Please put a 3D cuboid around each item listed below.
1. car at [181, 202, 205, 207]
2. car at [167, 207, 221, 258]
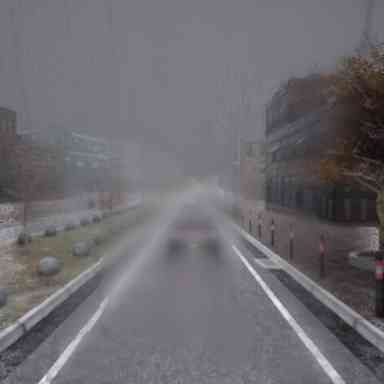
[{"bbox_3d":[0.079,1.610,28.211,2.128,1.511,4.902,0,0,0],"label":"car"},{"bbox_3d":[0.075,1.546,13.026,2.128,1.511,4.902,0,0,0],"label":"car"}]
